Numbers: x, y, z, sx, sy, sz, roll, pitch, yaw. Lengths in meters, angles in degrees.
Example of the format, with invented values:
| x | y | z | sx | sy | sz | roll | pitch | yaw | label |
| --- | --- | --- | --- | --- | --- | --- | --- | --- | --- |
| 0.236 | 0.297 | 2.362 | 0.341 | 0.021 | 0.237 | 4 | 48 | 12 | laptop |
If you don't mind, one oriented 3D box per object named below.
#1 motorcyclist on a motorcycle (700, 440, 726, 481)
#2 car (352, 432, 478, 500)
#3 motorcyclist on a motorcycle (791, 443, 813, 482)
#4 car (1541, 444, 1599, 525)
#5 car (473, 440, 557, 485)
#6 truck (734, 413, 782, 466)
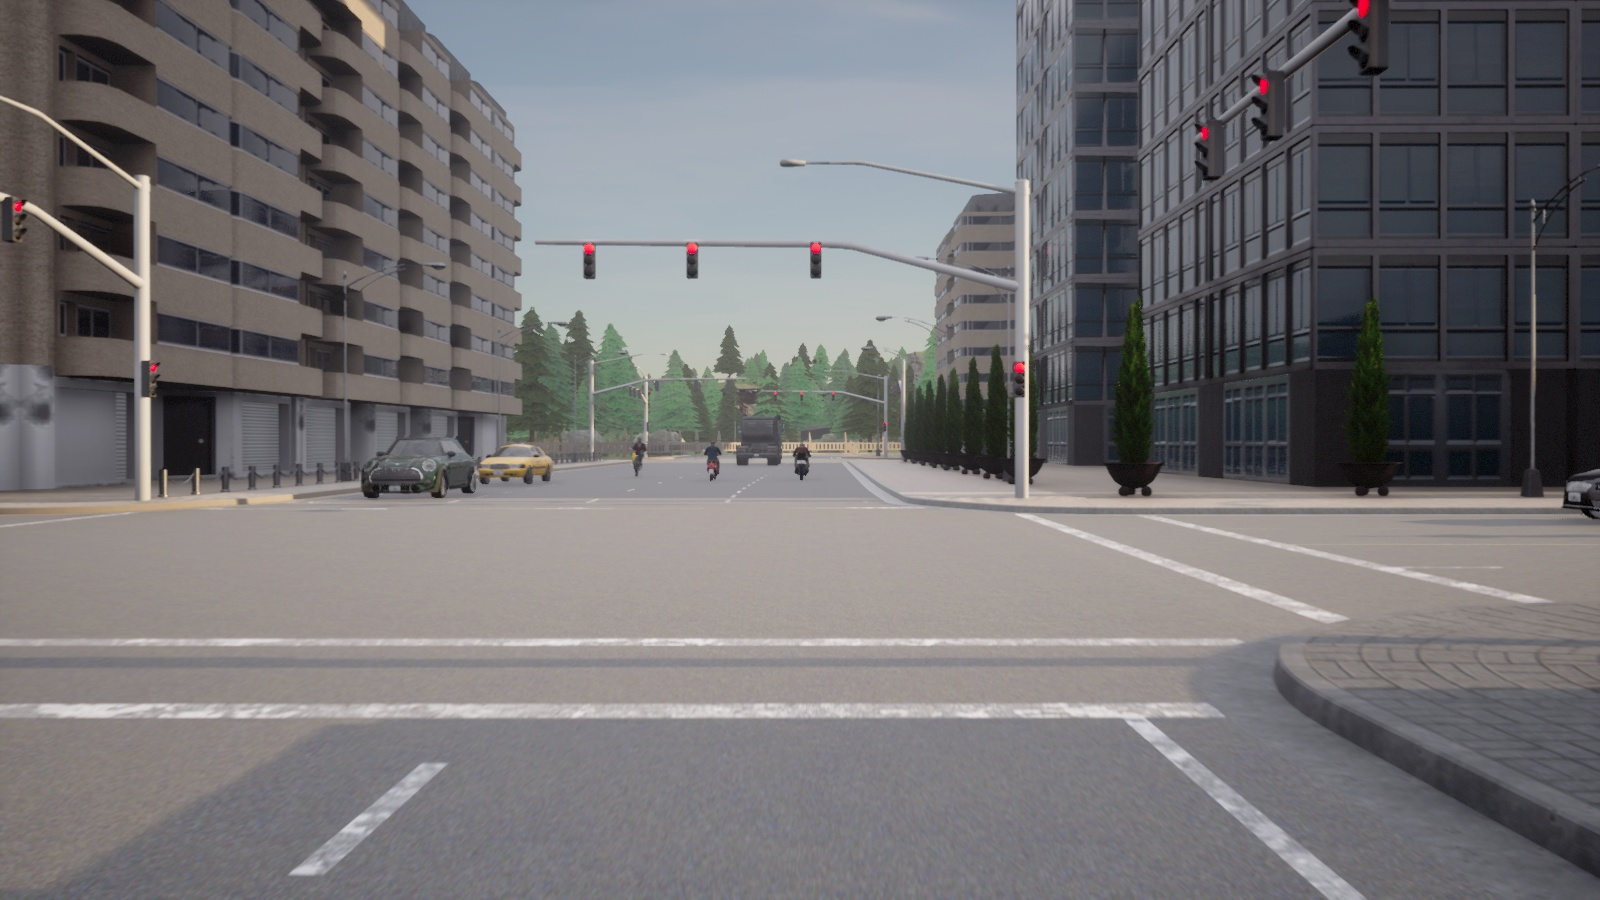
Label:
| x | y | z | sx | sy | sz | roll | pitch | yaw | label |
| --- | --- | --- | --- | --- | --- | --- | --- | --- | --- |
| -3.442 | 0.416 | 49.799 | 0.866 | 1.590 | 1.817 | 0 | 0 | 1 | motorcyclist on a motorcycle |
| -10.600 | 0.399 | 34.930 | 2.097 | 1.767 | 4.553 | 0 | 0 | 0 | car |
| 0.082 | 0.493 | 51.176 | 0.866 | 1.530 | 2.191 | 0 | 0 | 1 | motorcyclist on a motorcycle |
| 17.291 | 0.636 | 24.088 | 4.902 | 1.511 | 2.128 | 0 | 0 | 1 | car |
| -10.500 | 0.414 | 46.624 | 1.801 | 1.575 | 5.366 | 0 | 0 | 1 | car |
| -2.785 | -0.722 | 85.942 | 2.891 | 3.462 | 7.936 | 0 | 0 | 1 | truck |
